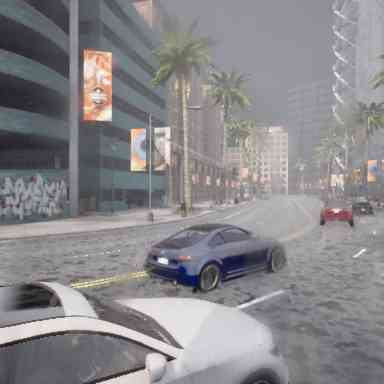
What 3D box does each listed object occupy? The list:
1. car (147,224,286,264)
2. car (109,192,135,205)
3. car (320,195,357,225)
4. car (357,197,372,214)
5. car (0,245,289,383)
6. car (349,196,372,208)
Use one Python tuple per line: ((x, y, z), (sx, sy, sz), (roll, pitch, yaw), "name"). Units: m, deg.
((0.776, 1.558, 9.048), (4.181, 1.385, 1.994), (0, 0, -44), "car")
((-10.836, 0.982, 51.444), (2.435, 2.045, 5.566), (0, 0, 16), "car")
((10.518, 1.341, 24.350), (2.097, 1.767, 4.553), (0, 0, 21), "car")
((17.457, 1.489, 34.863), (1.837, 1.490, 4.892), (0, 0, 17), "car")
((-1.224, 1.523, 2.672), (4.674, 1.442, 1.812), (0, 0, -36), "car")
((24.785, 1.461, 49.062), (2.231, 1.521, 4.892), (0, 0, 16), "car")
